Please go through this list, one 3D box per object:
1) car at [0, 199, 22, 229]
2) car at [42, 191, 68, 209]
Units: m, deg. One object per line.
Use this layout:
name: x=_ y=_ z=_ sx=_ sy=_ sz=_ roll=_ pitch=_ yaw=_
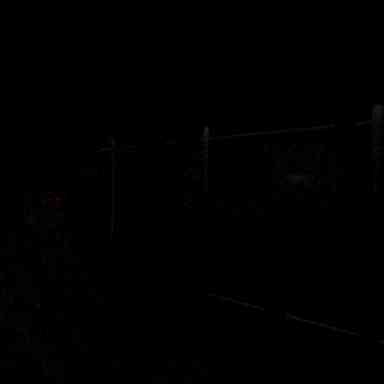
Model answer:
car: x=-10.770 y=1.077 z=17.880 sx=1.882 sy=1.535 sz=5.008 roll=1 pitch=1 yaw=-11
car: x=-12.804 y=0.753 z=33.430 sx=2.097 sy=1.767 sz=4.553 roll=1 pitch=1 yaw=15
